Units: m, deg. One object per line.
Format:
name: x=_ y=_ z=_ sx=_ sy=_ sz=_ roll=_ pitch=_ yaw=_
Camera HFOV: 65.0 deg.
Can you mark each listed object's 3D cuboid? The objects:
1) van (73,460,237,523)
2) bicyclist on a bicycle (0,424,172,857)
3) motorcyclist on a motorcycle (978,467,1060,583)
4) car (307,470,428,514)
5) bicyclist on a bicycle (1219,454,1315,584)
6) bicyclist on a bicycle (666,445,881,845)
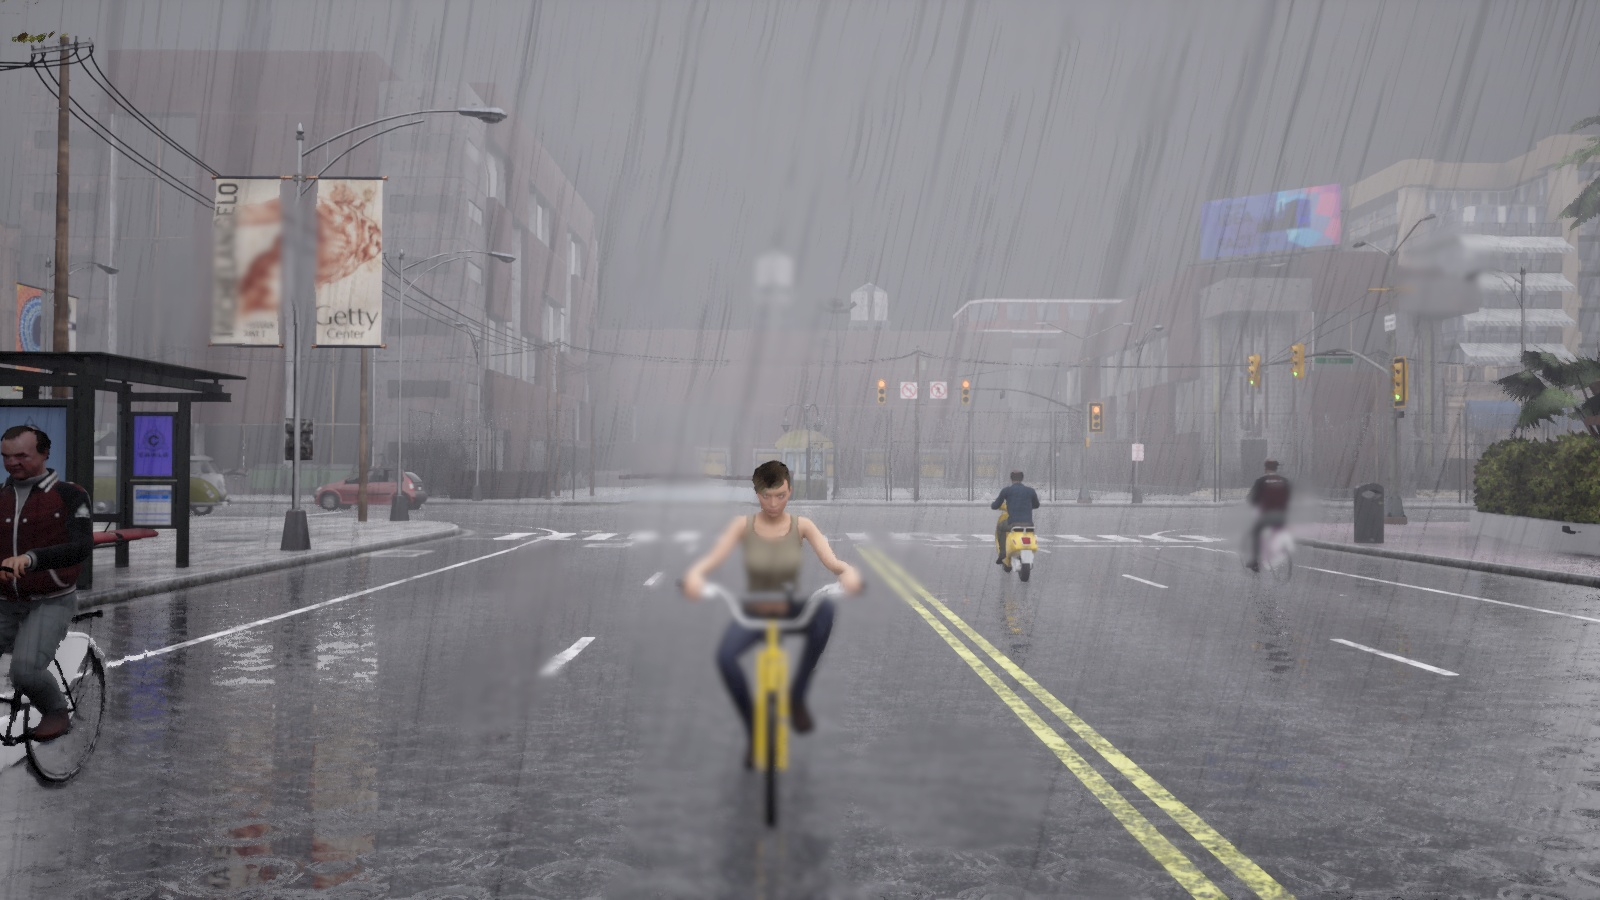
van: x=-21.005 y=1.339 z=41.013 sx=4.442 sy=1.987 sz=1.775 roll=0 pitch=-1 yaw=0
bicyclist on a bicycle: x=-3.621 y=0.795 z=5.670 sx=0.659 sy=1.776 sz=1.843 roll=0 pitch=-1 yaw=-1
motorcyclist on a motorcycle: x=3.196 y=1.064 z=18.527 sx=0.866 sy=1.590 sz=1.817 roll=0 pitch=0 yaw=-1
car: x=-16.497 y=1.583 z=48.018 sx=3.988 sy=1.617 sz=1.851 roll=0 pitch=-1 yaw=0
bicyclist on a bicycle: x=6.702 y=0.962 z=18.123 sx=0.659 sy=1.776 sz=1.843 roll=0 pitch=-1 yaw=-1
bicyclist on a bicycle: x=-0.120 y=0.846 z=5.878 sx=0.866 sy=1.612 sz=1.509 roll=0 pitch=-5 yaw=-1
